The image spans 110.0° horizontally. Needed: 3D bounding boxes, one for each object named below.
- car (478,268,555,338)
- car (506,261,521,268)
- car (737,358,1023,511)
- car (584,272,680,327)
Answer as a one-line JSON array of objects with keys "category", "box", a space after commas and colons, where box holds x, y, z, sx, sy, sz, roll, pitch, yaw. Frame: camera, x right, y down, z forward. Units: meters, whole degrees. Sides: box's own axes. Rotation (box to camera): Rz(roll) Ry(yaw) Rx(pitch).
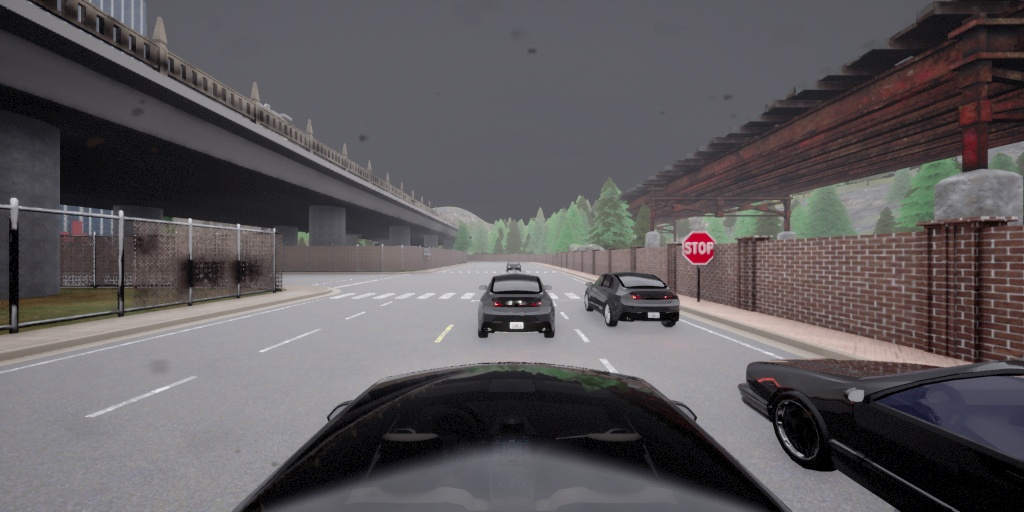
[{"category": "car", "box": [0.105, 1.255, 10.166, 1.837, 1.490, 4.892, 0, 0, 0]}, {"category": "car", "box": [0.218, 1.351, 46.384, 1.895, 1.301, 4.718, 0, 0, -1]}, {"category": "car", "box": [3.600, 1.297, 1.776, 2.033, 1.411, 5.357, 0, 0, 0]}, {"category": "car", "box": [3.608, 1.255, 11.522, 1.837, 1.490, 4.892, 0, 0, 0]}]
